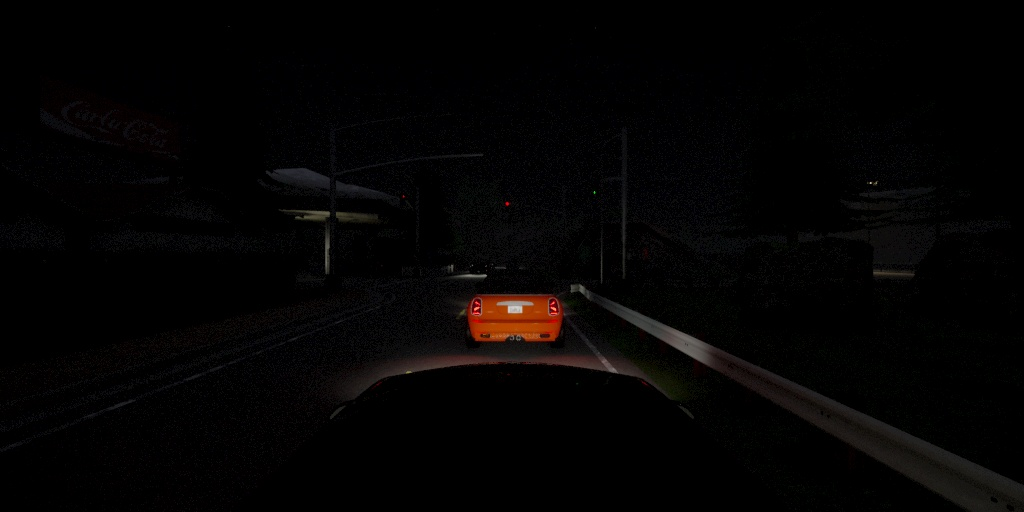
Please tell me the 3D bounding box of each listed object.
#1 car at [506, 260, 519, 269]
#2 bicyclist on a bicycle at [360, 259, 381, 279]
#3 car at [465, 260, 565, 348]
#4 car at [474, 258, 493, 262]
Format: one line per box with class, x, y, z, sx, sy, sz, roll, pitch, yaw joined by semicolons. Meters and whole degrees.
car;0.127;1.314;56.333;1.994;1.385;4.181;0;0;0
bicyclist on a bicycle;-11.758;1.097;29.870;1.656;1.620;0.582;1;-3;-19
car;0.078;1.102;9.384;2.097;1.767;4.553;0;0;0
car;-3.575;1.102;40.648;2.097;1.767;4.553;0;0;0
